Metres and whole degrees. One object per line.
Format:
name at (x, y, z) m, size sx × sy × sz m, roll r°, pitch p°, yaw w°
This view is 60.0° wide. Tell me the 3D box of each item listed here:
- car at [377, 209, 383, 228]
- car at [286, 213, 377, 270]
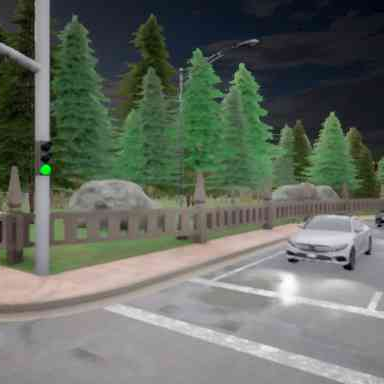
car at (13.051, 1.437, 20.706) m, size 4.902 × 1.511 × 2.128 m, roll 0°, pitch 0°, yaw -42°
car at (4.704, 1.476, 11.091) m, size 1.812 × 1.442 × 4.674 m, roll 0°, pitch 0°, yaw 37°
